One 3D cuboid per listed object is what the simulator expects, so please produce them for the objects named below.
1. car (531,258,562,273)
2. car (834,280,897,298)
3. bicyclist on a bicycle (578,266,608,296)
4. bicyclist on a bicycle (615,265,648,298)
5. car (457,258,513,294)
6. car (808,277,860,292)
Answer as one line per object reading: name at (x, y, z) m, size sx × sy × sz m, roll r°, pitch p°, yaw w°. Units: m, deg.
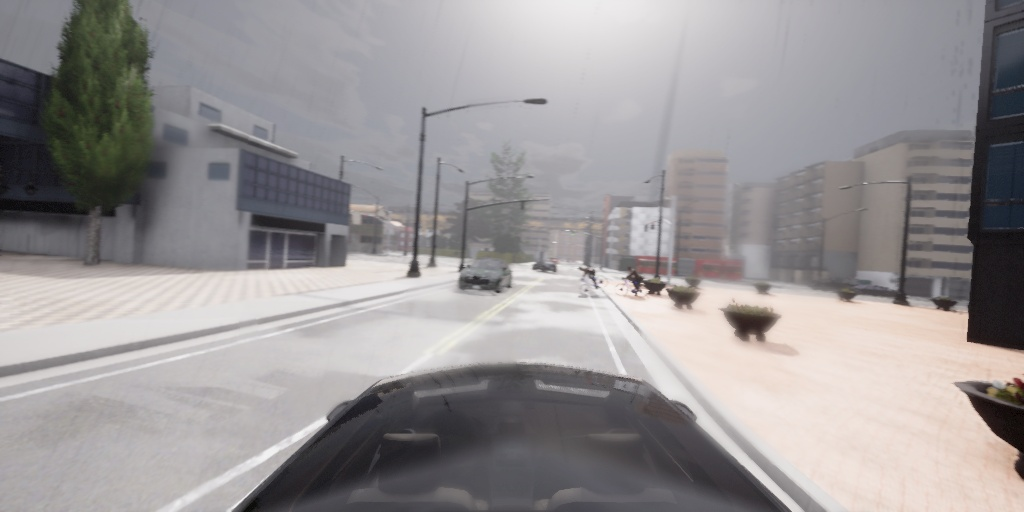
car at (3.936, 1.214, 43.682) m, size 1.812 × 1.442 × 4.674 m, roll 4°, pitch 1°, yaw -18°
car at (43.427, 4.214, 43.703) m, size 5.357 × 1.411 × 2.033 m, roll 5°, pitch 1°, yaw 10°
bicyclist on a bicycle at (4.130, 1.200, 19.159) m, size 1.656 × 1.620 × 0.582 m, roll -28°, pitch -7°, yaw -3°
bicyclist on a bicycle at (6.225, 1.325, 18.642) m, size 1.656 × 1.620 × 0.582 m, roll 3°, pitch 0°, yaw 10°
car at (-1.267, 0.880, 18.949) m, size 2.097 × 1.767 × 4.553 m, roll 4°, pitch 0°, yaw 10°
car at (42.697, 3.792, 47.364) m, size 5.566 × 2.045 × 2.150 m, roll 5°, pitch 1°, yaw 10°
